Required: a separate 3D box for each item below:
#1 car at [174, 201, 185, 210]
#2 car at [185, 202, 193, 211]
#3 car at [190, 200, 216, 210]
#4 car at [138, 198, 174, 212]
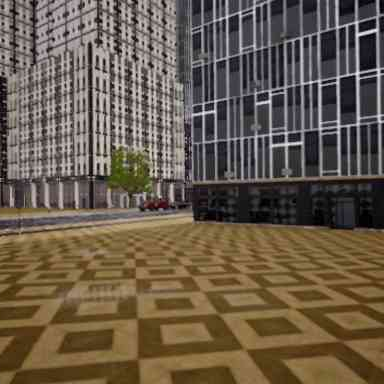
[{"bbox_3d":[-2.179,2.088,52.283,1.947,1.339,4.313,-1,-1,35],"label":"car"},{"bbox_3d":[1.591,1.912,42.980,1.752,1.417,4.829,-1,-1,35],"label":"car"},{"bbox_3d":[1.815,2.004,53.379,1.837,1.490,4.892,-1,-1,35],"label":"car"},{"bbox_3d":[-5.411,1.816,47.593,2.192,1.841,5.009,-1,-1,35],"label":"car"}]
